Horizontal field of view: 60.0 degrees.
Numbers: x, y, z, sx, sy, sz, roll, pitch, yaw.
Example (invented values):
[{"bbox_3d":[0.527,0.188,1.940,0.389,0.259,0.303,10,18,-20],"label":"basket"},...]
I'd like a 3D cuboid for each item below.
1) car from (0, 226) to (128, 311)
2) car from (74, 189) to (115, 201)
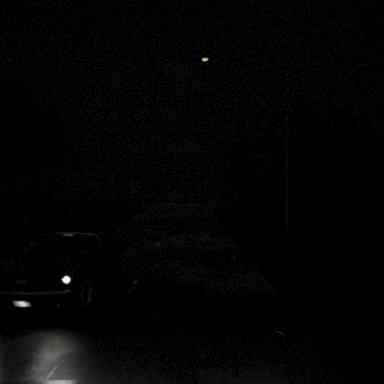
[{"bbox_3d":[-2.847,1.550,7.777,1.895,1.301,4.718,0,0,0],"label":"car"},{"bbox_3d":[-13.519,0.343,46.115,5.357,1.411,2.033,2,-2,0],"label":"car"}]
